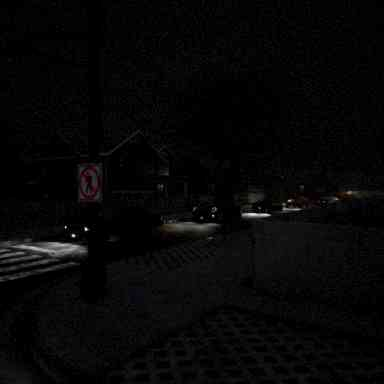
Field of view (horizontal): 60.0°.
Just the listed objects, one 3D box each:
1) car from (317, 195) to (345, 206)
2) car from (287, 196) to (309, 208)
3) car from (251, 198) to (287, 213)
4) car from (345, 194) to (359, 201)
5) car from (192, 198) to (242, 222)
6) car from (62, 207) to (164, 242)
[{"bbox_3d":[17.421,1.195,42.178,2.033,1.411,5.357,0,1,35],"label":"car"},{"bbox_3d":[13.085,1.196,41.082,1.812,1.442,4.674,0,1,34],"label":"car"},{"bbox_3d":[7.452,1.317,32.838,1.994,1.385,4.181,0,1,35],"label":"car"},{"bbox_3d":[24.588,1.021,51.659,1.882,1.535,5.008,0,1,39],"label":"car"},{"bbox_3d":[1.908,1.186,24.644,2.097,1.767,4.553,0,1,34],"label":"car"},{"bbox_3d":[-3.608,1.460,16.446,2.033,1.411,5.357,0,1,34],"label":"car"}]
